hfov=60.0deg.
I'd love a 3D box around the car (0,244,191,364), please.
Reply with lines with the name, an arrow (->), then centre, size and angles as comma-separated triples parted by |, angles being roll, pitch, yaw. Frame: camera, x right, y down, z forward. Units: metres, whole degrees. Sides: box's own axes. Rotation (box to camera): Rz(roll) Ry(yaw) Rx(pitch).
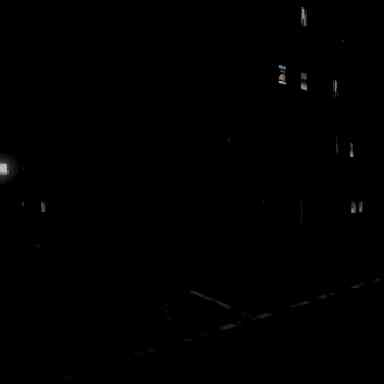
car -> -2.016, 1.563, 5.128 | 4.313, 1.339, 1.947 | 0, 0, -35
